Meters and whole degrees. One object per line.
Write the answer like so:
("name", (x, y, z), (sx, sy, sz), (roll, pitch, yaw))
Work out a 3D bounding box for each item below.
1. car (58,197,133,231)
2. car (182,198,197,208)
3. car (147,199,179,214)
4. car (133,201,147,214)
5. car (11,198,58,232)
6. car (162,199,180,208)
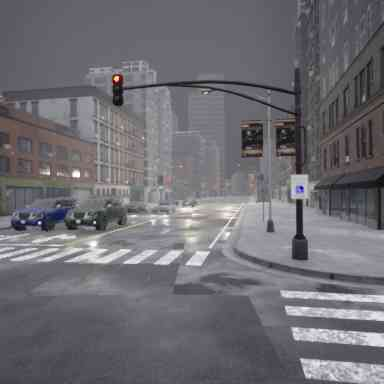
("car", (-6.127, 1.364, 22.003), (2.150, 2.045, 5.566), (-1, 0, 10))
("car", (-0.351, 1.722, 53.799), (2.128, 1.511, 4.902), (-1, 0, 10))
("car", (-3.234, 1.775, 38.156), (1.895, 1.301, 4.718), (-1, 0, 10))
("car", (-6.523, 1.762, 38.211), (2.033, 1.411, 5.357), (-1, 0, 10))
("car", (-9.402, 1.404, 22.118), (2.150, 2.045, 5.566), (-1, 0, 10))
("car", (-3.454, 1.872, 54.861), (1.895, 1.301, 4.718), (-1, 0, 10))
